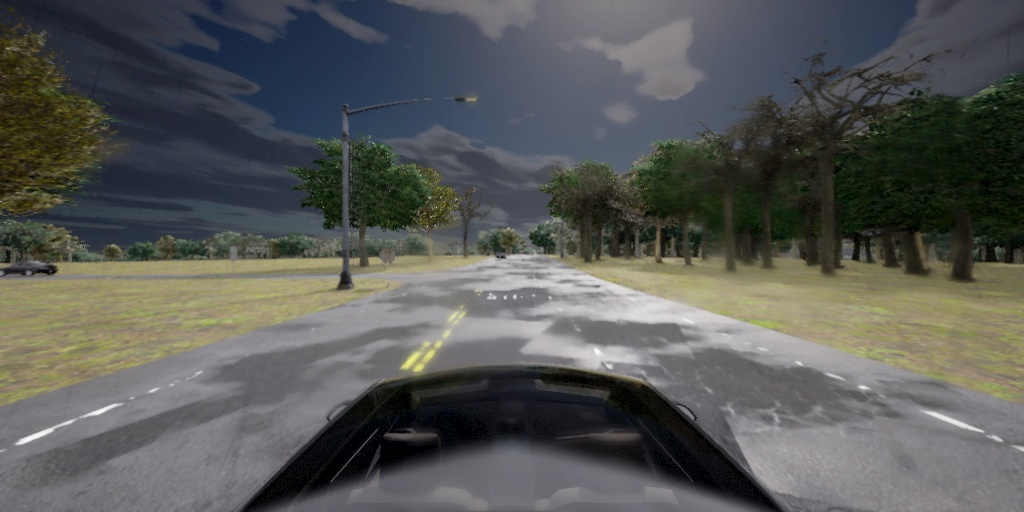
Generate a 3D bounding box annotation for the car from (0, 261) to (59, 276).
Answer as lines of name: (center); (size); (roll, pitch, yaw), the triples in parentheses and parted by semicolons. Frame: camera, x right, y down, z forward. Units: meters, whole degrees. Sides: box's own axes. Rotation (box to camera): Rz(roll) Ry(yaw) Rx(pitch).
car: (-49.444, 1.310, 36.645); (4.892, 1.490, 1.837); (0, -1, 2)
